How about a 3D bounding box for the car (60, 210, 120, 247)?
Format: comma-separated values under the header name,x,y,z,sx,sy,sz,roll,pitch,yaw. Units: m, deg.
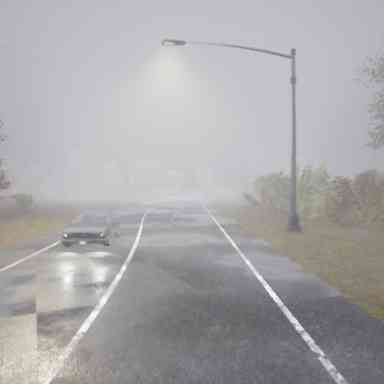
name,x,y,z,sx,sy,sz,roll,pitch,yaw
car,-4.415,1.552,15.309,2.033,1.411,5.357,0,0,-6
